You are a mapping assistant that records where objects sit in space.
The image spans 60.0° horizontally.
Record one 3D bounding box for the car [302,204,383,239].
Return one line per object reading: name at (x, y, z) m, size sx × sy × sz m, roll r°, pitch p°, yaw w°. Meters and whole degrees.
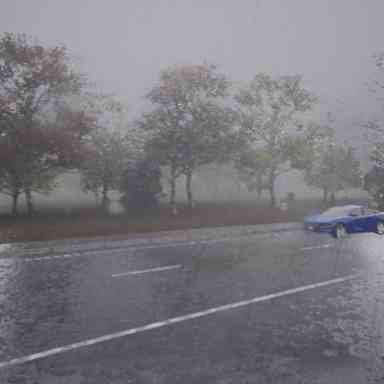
car at (7.804, 1.414, 16.887) m, size 5.008 × 1.535 × 1.882 m, roll 0°, pitch 0°, yaw -29°
